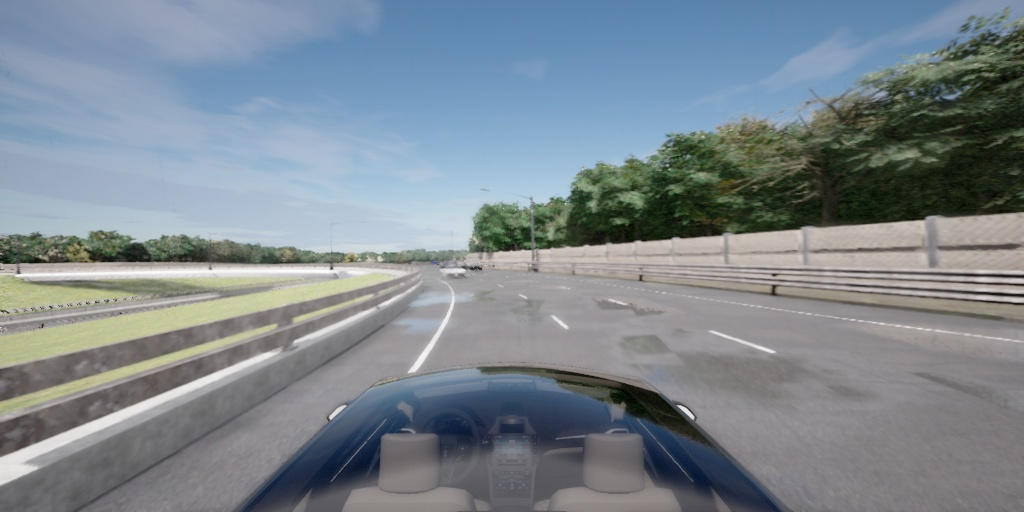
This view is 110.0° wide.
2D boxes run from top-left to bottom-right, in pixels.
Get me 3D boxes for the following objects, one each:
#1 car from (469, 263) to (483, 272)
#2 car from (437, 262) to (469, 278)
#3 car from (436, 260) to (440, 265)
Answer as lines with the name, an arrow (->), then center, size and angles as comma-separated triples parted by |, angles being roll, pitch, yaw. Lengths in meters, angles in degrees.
car -> -6.232, 1.696, 54.662 | 1.895, 1.301, 4.718 | -1, 0, -29
car -> -6.300, 1.626, 37.906 | 1.895, 1.301, 4.718 | -1, 0, -20
car -> -9.124, 1.619, 52.464 | 1.882, 1.535, 5.008 | -1, 0, -29
